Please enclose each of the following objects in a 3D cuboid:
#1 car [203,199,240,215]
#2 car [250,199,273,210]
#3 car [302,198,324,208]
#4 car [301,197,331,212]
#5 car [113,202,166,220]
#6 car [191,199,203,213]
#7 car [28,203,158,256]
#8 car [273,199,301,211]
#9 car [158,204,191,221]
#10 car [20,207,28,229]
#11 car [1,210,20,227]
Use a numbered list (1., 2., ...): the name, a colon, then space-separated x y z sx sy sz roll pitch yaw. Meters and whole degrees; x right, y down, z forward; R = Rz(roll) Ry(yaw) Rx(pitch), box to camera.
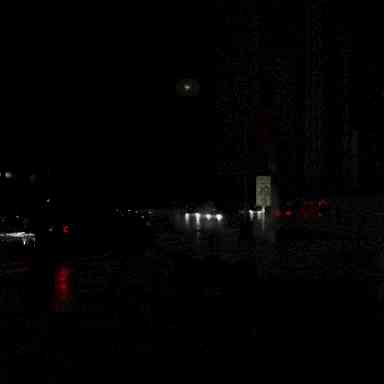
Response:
1. car: 3.392 1.598 35.126 1.994 1.385 4.181 0 0 36
2. car: 9.261 1.540 43.241 2.128 1.511 4.902 0 0 36
3. car: 18.254 1.596 50.097 1.812 1.442 4.674 0 0 36
4. car: 15.227 1.414 40.219 2.097 1.767 4.553 0 0 36
5. car: -4.544 1.616 29.664 1.895 1.301 4.718 0 0 36
6. car: 1.265 1.555 37.747 1.812 1.442 4.674 0 0 36
7. car: -3.818 1.370 13.619 2.097 1.767 4.553 0 0 36
8. car: 12.269 1.581 41.681 1.812 1.442 4.674 0 0 36
9. car: -2.459 1.621 26.998 1.895 1.301 4.718 0 0 36
10. car: -7.555 1.573 19.900 1.994 1.385 4.181 0 0 36
11. car: -9.948 1.495 22.142 2.128 1.511 4.902 0 0 36
